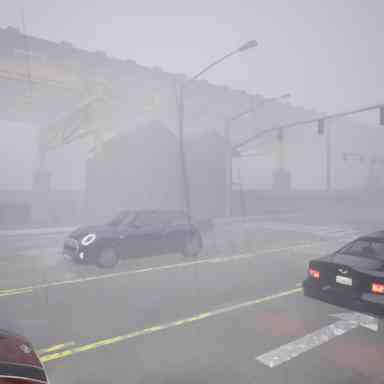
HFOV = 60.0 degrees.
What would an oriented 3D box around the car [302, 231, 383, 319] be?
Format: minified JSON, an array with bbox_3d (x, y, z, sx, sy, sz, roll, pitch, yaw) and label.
[{"bbox_3d":[4.631,1.547,7.092,5.357,1.411,2.033,0,0,-35],"label":"car"}]

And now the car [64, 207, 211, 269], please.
[{"bbox_3d":[-1.890,1.352,11.244,4.553,1.767,2.097,0,0,-36],"label":"car"}]

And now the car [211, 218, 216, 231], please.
[{"bbox_3d":[-1.386,1.547,15.904,5.357,1.411,2.033,0,0,-36],"label":"car"}]

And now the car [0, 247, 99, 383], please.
[{"bbox_3d":[-3.048,1.352,1.573,4.553,1.767,2.097,0,0,-36],"label":"car"}]
